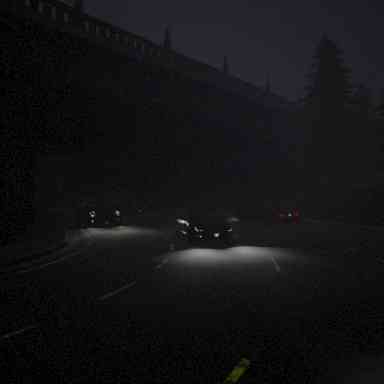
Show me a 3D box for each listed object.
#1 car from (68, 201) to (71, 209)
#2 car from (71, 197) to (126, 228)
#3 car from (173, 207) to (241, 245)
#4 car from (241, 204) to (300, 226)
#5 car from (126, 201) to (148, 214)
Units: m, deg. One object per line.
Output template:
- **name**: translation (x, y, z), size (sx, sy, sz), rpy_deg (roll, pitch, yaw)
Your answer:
- **car**: translation (-13.907, 1.352, 42.171), size (4.553, 1.767, 2.097), rpy_deg (0, 0, 44)
- **car**: translation (-6.441, 1.352, 22.549), size (2.097, 1.767, 4.553), rpy_deg (0, 0, -31)
- **car**: translation (0.371, 1.505, 15.797), size (1.837, 1.490, 4.892), rpy_deg (1, 0, -15)
- **car**: translation (5.207, 1.547, 23.790), size (2.033, 1.411, 5.357), rpy_deg (0, 0, -26)
- **car**: translation (-6.624, 1.601, 34.844), size (1.895, 1.301, 4.718), rpy_deg (0, 0, -42)
